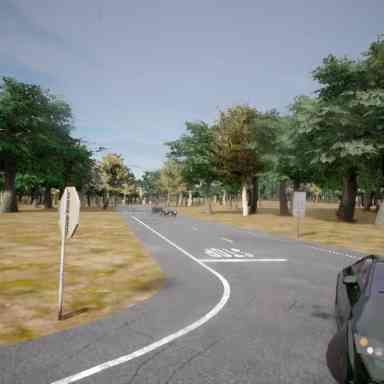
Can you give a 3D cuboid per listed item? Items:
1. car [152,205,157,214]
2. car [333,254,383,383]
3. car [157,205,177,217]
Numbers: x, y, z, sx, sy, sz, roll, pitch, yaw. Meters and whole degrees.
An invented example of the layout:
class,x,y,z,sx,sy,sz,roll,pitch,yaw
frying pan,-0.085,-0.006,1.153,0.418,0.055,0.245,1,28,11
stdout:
class,x,y,z,sx,sy,sz,roll,pitch,yaw
car,-5.731,2.962,56.895,1.882,1.535,5.008,3,-2,-14
car,3.124,1.643,4.648,1.994,1.385,4.181,1,-1,22
car,-3.474,2.851,48.049,1.895,1.301,4.718,3,-2,-13
